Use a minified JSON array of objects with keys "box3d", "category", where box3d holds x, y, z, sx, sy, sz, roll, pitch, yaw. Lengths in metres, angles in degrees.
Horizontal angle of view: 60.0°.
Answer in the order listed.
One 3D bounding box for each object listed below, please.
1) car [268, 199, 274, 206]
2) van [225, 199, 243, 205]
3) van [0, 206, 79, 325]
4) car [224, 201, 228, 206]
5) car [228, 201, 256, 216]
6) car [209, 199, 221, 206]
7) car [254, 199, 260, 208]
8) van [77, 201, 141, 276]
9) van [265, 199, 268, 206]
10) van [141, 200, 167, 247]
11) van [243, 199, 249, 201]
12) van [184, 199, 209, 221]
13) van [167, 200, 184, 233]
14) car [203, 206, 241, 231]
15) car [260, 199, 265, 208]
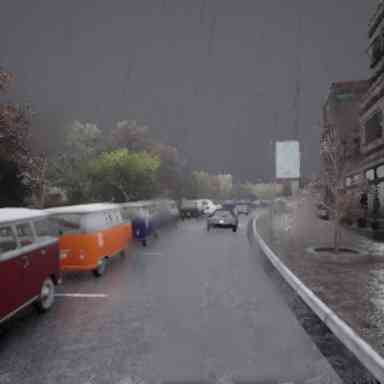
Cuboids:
[{"box3d":[20.385,3.140,90.313,2.002,1.452,4.674,-1,-2,22],"category":"car"},{"box3d":[6.498,2.205,54.276,1.878,1.987,4.442,-1,0,19],"category":"van"},{"box3d":[-3.575,1.311,5.236,1.878,1.987,4.442,-2,0,0],"category":"van"},{"box3d":[2.979,2.267,43.584,2.002,1.452,4.674,-1,0,16],"category":"car"},{"box3d":[6.246,2.217,41.067,2.033,1.411,5.357,-1,-1,16],"category":"car"},{"box3d":[1.447,1.868,38.243,2.435,2.045,5.566,-2,0,12],"category":"car"},{"box3d":[12.334,2.740,69.664,2.163,1.488,4.792,-1,0,20],"category":"car"},{"box3d":[-3.230,1.388,10.819,1.878,1.987,4.442,-2,0,5],"category":"van"},{"box3d":[16.403,2.693,80.097,1.878,1.987,4.442,-1,-2,23],"category":"van"},{"box3d":[-2.693,1.474,16.385,1.878,1.987,4.442,-2,0,5],"category":"van"},{"box3d":[9.969,2.376,63.602,1.878,1.987,4.442,-1,0,19],"category":"van"},{"box3d":[0.123,1.782,32.903,1.878,1.987,4.442,-2,0,11],"category":"van"},{"box3d":[-1.976,1.569,21.918,1.878,1.987,4.442,-2,0,7],"category":"van"},{"box3d":[2.204,1.892,23.189,1.994,1.385,4.181,0,-1,9],"category":"car"},{"box3d":[14.336,2.802,74.798,2.231,1.521,4.892,-1,0,20],"category":"car"}]
